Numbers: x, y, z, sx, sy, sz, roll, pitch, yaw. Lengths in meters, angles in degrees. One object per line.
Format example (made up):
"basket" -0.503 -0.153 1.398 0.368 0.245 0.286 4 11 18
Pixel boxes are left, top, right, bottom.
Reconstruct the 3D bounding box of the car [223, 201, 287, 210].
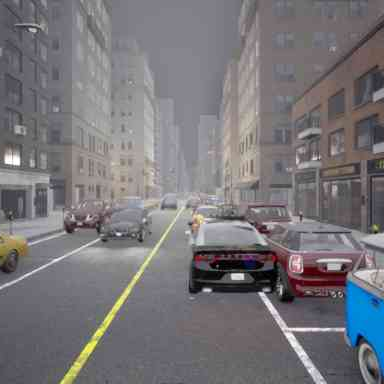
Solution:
"car" 2.739 1.314 13.908 2.192 1.841 5.009 0 0 0

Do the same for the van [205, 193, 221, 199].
"van" 2.890 1.330 42.255 1.690 1.788 3.998 0 0 0

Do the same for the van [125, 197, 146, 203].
"van" -5.696 1.338 30.946 1.690 1.788 3.998 0 0 0

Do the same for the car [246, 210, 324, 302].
"car" 2.709 1.440 8.239 1.967 1.590 4.097 0 0 0

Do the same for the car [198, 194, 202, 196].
"car" 0.279 1.454 53.157 1.882 1.535 5.008 0 0 0

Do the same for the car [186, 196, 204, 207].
"car" 0.233 1.551 43.762 1.994 1.385 4.181 0 0 1

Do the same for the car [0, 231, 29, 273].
"car" -5.817 1.525 8.104 1.752 1.417 4.829 0 0 0

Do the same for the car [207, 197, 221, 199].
"car" 2.860 1.576 36.585 1.802 1.307 4.206 0 0 0

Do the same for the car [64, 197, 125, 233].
"car" -5.756 1.313 19.610 2.192 1.841 5.009 0 0 0

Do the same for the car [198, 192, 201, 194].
"car" 3.124 1.248 86.289 2.192 1.841 5.009 0 0 0

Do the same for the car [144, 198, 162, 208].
"car" -5.605 1.533 47.951 2.008 1.369 4.403 0 0 0

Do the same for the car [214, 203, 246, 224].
"car" 2.799 1.564 25.246 1.947 1.339 4.313 0 0 0

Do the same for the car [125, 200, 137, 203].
"car" -5.726 1.549 25.278 2.008 1.369 4.403 0 0 0

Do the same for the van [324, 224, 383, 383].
"van" 2.679 1.341 2.569 1.690 1.788 3.998 0 0 0

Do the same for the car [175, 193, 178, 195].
"car" -5.402 1.248 86.319 2.192 1.841 5.009 0 0 0

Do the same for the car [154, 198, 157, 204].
"car" -5.637 1.514 42.114 1.752 1.417 4.829 0 0 0

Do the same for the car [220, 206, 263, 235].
"car" 2.769 1.564 19.577 1.947 1.339 4.313 0 0 0

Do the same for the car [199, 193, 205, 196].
"car" 3.064 1.390 75.119 1.967 1.590 4.097 0 0 0

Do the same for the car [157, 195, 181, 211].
"car" -2.784 1.468 41.200 1.882 1.535 5.008 0 0 0

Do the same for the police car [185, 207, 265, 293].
"police car" 0.842 1.425 8.984 1.930 1.638 5.238 0 0 -1

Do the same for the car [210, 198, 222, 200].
"car" 2.830 1.548 30.915 2.008 1.369 4.403 0 0 0

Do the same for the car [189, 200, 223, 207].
"car" 0.886 1.454 19.079 1.801 1.575 5.366 0 0 0

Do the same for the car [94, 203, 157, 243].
"car" -3.017 1.503 16.185 1.837 1.490 4.892 0 0 0

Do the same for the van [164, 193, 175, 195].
"van" -5.461 1.291 75.147 1.690 1.788 3.998 0 0 0

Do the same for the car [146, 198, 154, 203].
"car" -5.667 1.520 36.445 1.752 1.417 4.829 0 0 0
